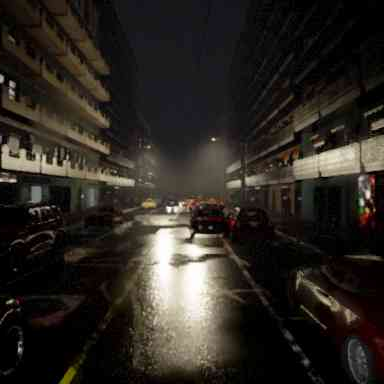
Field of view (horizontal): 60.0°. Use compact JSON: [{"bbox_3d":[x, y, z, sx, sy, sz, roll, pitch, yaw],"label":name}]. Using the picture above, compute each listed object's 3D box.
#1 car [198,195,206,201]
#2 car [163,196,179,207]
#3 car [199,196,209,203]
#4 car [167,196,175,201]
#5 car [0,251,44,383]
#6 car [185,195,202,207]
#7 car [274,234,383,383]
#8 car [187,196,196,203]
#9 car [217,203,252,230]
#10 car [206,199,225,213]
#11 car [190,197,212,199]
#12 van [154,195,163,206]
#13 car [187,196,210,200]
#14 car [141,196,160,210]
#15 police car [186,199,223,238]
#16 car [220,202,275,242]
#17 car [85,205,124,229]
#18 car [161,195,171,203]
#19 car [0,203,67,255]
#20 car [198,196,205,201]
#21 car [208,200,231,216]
[{"bbox_3d":[2.670,1.641,89.873,1.967,1.590,4.097,0,0,0],"label":"car"},{"bbox_3d":[-3.042,1.566,53.744,2.128,1.511,4.902,0,0,0],"label":"car"},{"bbox_3d":[2.674,1.686,72.887,2.008,1.369,4.403,0,0,0],"label":"car"},{"bbox_3d":[-5.710,1.726,89.726,1.752,1.417,4.829,0,0,0],"label":"car"},{"bbox_3d":[-3.100,1.563,2.612,1.994,1.385,4.181,0,0,0],"label":"car"},{"bbox_3d":[-0.008,1.419,51.396,2.097,1.767,4.553,0,0,0],"label":"car"},{"bbox_3d":[2.688,1.581,4.949,1.802,1.307,4.206,0,0,0],"label":"car"},{"bbox_3d":[-0.012,1.520,69.555,1.812,1.442,4.674,0,0,0],"label":"car"},{"bbox_3d":[2.684,1.542,22.101,1.752,1.417,4.829,0,0,0],"label":"car"},{"bbox_3d":[2.681,1.585,38.922,1.887,1.381,4.507,0,0,0],"label":"car"},{"bbox_3d":[0.895,1.481,28.086,1.801,1.575,5.366,0,0,0],"label":"car"},{"bbox_3d":[-5.704,1.421,55.925,1.690,1.788,3.998,0,0,0],"label":"van"},{"bbox_3d":[0.738,1.513,33.860,1.882,1.535,5.008,0,0,-3],"label":"car"},{"bbox_3d":[-5.700,1.577,44.431,1.752,1.417,4.829,0,0,0],"label":"car"},{"bbox_3d":[0.797,1.437,17.986,1.930,1.638,5.238,0,0,-2],"label":"police car"},{"bbox_3d":[2.685,1.449,16.269,1.967,1.590,4.097,0,0,0],"label":"car"},{"bbox_3d":[-5.696,1.562,21.953,1.887,1.381,4.507,0,0,0],"label":"car"},{"bbox_3d":[-5.707,1.576,72.910,1.967,1.590,4.097,0,0,0],"label":"car"},{"bbox_3d":[-5.694,1.318,10.629,2.192,1.841,5.009,0,0,0],"label":"car"},{"bbox_3d":[2.669,1.793,95.532,1.947,1.339,4.313,0,0,0],"label":"car"},{"bbox_3d":[2.682,1.577,33.256,1.887,1.381,4.507,0,0,0],"label":"car"}]
